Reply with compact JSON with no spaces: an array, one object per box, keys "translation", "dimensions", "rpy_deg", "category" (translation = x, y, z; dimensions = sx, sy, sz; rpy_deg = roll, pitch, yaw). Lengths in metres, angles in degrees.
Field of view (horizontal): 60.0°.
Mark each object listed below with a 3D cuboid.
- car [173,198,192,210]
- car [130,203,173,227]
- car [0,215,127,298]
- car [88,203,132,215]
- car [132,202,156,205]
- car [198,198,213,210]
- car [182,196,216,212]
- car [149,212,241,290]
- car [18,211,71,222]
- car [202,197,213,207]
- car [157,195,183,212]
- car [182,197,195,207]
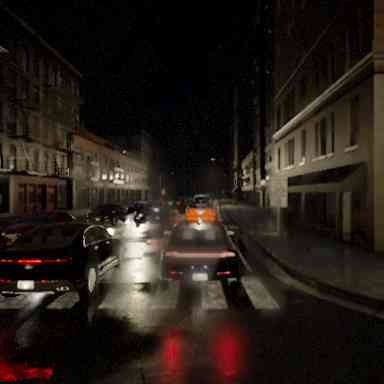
[{"translation":[-1.274,1.659,46.345],"dimensions":[2.033,1.411,5.357],"rpy_deg":[0,0,4],"category":"car"},{"translation":[-2.649,1.669,23.000],"dimensions":[1.895,1.301,4.718],"rpy_deg":[0,0,2],"category":"car"},{"translation":[-3.064,1.531,8.620],"dimensions":[1.837,1.490,4.892],"rpy_deg":[0,-1,1],"category":"car"},{"translation":[-6.032,1.576,23.982],"dimensions":[1.837,1.490,4.892],"rpy_deg":[0,0,3],"category":"car"},{"translation":[-5.410,1.692,34.629],"dimensions":[1.895,1.301,4.718],"rpy_deg":[0,0,4],"category":"car"},{"translation":[1.948,1.588,45.844],"dimensions":[1.882,1.535,5.008],"rpy_deg":[0,0,4],"category":"car"},{"translation":[0.680,1.422,24.200],"dimensions":[2.097,1.767,4.553],"rpy_deg":[0,0,3],"category":"car"},{"translation":[0.194,1.522,9.169],"dimensions":[2.128,1.511,4.902],"rpy_deg":[0,0,1],"category":"car"},{"translation":[-6.381,1.573,14.611],"dimensions":[1.812,1.442,4.674],"rpy_deg":[0,0,2],"category":"car"},{"translation":[2.663,1.653,55.688],"dimensions":[1.812,1.442,4.674],"rpy_deg":[0,0,4],"category":"car"},{"translation":[-1.999,1.315,36.312],"dimensions":[2.150,2.045,5.566],"rpy_deg":[0,0,4],"category":"car"},{"translation":[-0.578,1.634,55.924],"dimensions":[1.837,1.490,4.892],"rpy_deg":[0,0,4],"category":"car"}]
